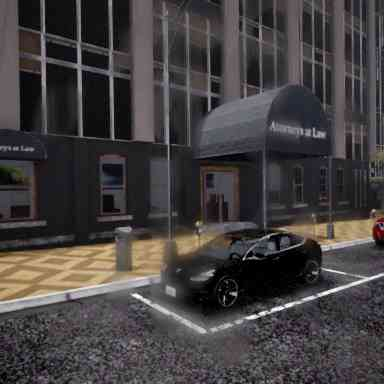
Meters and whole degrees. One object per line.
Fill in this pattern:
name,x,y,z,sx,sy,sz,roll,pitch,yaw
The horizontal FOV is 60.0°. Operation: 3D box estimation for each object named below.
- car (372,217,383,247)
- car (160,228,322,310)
car,9.603,1.309,14.003,5.009,1.841,2.192,0,-1,-37
car,1.324,1.564,7.805,4.313,1.339,1.947,0,-1,-37
